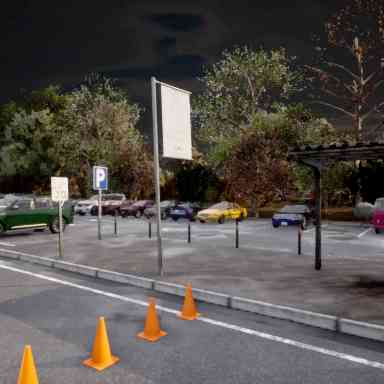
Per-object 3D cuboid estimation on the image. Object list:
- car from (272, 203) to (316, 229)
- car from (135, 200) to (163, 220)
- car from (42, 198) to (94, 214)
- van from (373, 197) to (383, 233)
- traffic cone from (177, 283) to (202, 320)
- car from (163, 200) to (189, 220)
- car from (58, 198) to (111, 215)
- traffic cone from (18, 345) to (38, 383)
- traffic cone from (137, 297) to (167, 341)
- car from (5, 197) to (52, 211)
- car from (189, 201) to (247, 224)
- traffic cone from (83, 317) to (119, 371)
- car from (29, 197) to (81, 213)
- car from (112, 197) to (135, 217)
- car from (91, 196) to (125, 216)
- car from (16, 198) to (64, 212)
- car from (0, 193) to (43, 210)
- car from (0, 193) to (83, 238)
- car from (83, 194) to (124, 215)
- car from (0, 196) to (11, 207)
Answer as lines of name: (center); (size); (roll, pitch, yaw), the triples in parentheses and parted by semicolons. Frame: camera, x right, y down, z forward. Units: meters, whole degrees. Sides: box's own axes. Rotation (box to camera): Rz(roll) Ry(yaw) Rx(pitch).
car: (6.972, 1.513, 22.113); (2.163, 1.488, 4.792); (0, 0, 35)
car: (-2.093, 1.473, 28.522); (2.231, 1.521, 4.892); (0, 0, 35)
car: (-13.458, 1.454, 36.490); (2.097, 1.535, 5.008); (0, 0, 35)
van: (11.598, 1.264, 19.042); (1.878, 1.987, 4.442); (0, 0, 35)
traffic cone: (-0.051, 1.957, 6.041); (0.340, 0.580, 0.340); (0, 0, 36)
car: (0.191, 1.504, 26.946); (2.163, 1.488, 4.792); (0, 0, 35)
car: (-11.185, 1.461, 34.892); (2.231, 1.521, 4.892); (0, 0, 35)
traffic cone: (-1.776, 1.957, 3.592); (0.340, 0.580, 0.340); (0, 0, 35)
traffic cone: (-0.626, 1.957, 5.225); (0.340, 0.580, 0.340); (0, 0, 35)
car: (-20.257, 1.451, 41.306); (2.163, 1.488, 4.792); (0, 0, 35)
car: (2.339, 1.475, 25.175); (1.946, 1.575, 5.366); (0, 0, 35)
traffic cone: (-1.201, 1.957, 4.408); (0.340, 0.580, 0.340); (0, 0, 35)
car: (-15.622, 1.444, 38.241); (1.946, 1.575, 5.366); (0, 0, 35)
car: (-4.365, 1.469, 30.117); (2.097, 1.535, 5.008); (0, 0, 35)
car: (-6.637, 1.466, 31.712); (2.097, 1.535, 5.008); (0, 0, 35)
car: (-18.013, 1.468, 39.659); (2.163, 1.488, 4.792); (0, 0, 35)
car: (-22.560, 1.153, 42.853); (2.435, 2.045, 5.566); (0, 0, 35)
car: (-8.918, 1.221, 17.290); (2.435, 2.045, 5.566); (0, 0, 35)
car: (-8.928, 1.212, 33.279); (2.435, 2.045, 5.566); (0, 0, 35)
car: (-29.253, 1.332, 47.815); (1.946, 1.575, 5.366); (1, 0, 35)
